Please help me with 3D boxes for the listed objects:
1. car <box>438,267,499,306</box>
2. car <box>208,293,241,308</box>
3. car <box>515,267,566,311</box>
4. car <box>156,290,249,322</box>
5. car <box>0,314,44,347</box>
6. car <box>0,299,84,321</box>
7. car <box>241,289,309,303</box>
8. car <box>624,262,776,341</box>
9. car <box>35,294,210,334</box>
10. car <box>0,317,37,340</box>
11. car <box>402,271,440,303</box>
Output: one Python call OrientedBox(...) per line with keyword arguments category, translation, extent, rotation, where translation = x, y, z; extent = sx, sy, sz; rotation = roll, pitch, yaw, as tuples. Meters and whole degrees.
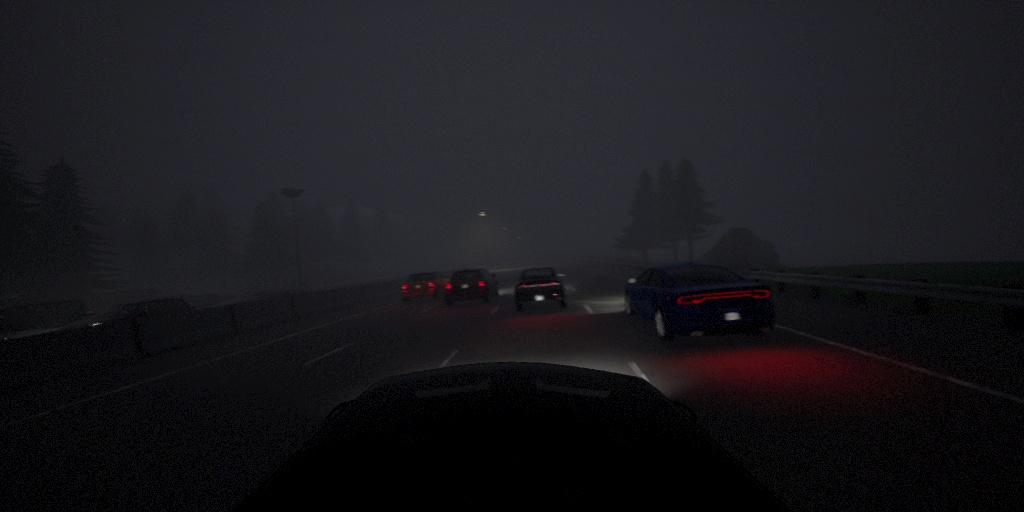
OrientedBox(category="car", translation=(-1.967, 1.418, 18.612), extent=(2.097, 1.767, 4.553), rotation=(-5, -1, 5))
OrientedBox(category="car", translation=(-18.843, 3.276, 26.301), extent=(2.033, 1.411, 5.357), rotation=(-5, 0, 6))
OrientedBox(category="car", translation=(1.161, 1.232, 14.761), extent=(2.128, 1.511, 4.902), rotation=(-5, 0, 5))
OrientedBox(category="car", translation=(-22.358, 3.553, 26.255), extent=(2.128, 1.511, 4.902), rotation=(-5, 0, 6))
OrientedBox(category="car", translation=(-26.742, 3.951, 16.907), extent=(2.033, 1.411, 5.357), rotation=(-5, 0, 6))
OrientedBox(category="car", translation=(-23.303, 3.288, 16.602), extent=(2.150, 2.045, 5.566), rotation=(-5, -1, 6))
OrientedBox(category="car", translation=(-15.513, 3.001, 24.619), extent=(1.895, 1.301, 4.718), rotation=(-5, 0, 6))
OrientedBox(category="car", translation=(4.079, 0.893, 8.723), extent=(1.882, 1.535, 5.008), rotation=(-5, 0, 6))
OrientedBox(category="car", translation=(-16.394, 2.761, 15.566), extent=(2.097, 1.767, 4.553), rotation=(-5, 0, 6))
OrientedBox(category="car", translation=(-19.835, 3.341, 15.916), extent=(1.895, 1.301, 4.718), rotation=(-5, 0, 6))
OrientedBox(category="car", translation=(-5.119, 1.747, 22.401), extent=(2.097, 1.767, 4.553), rotation=(-5, -1, 5))
